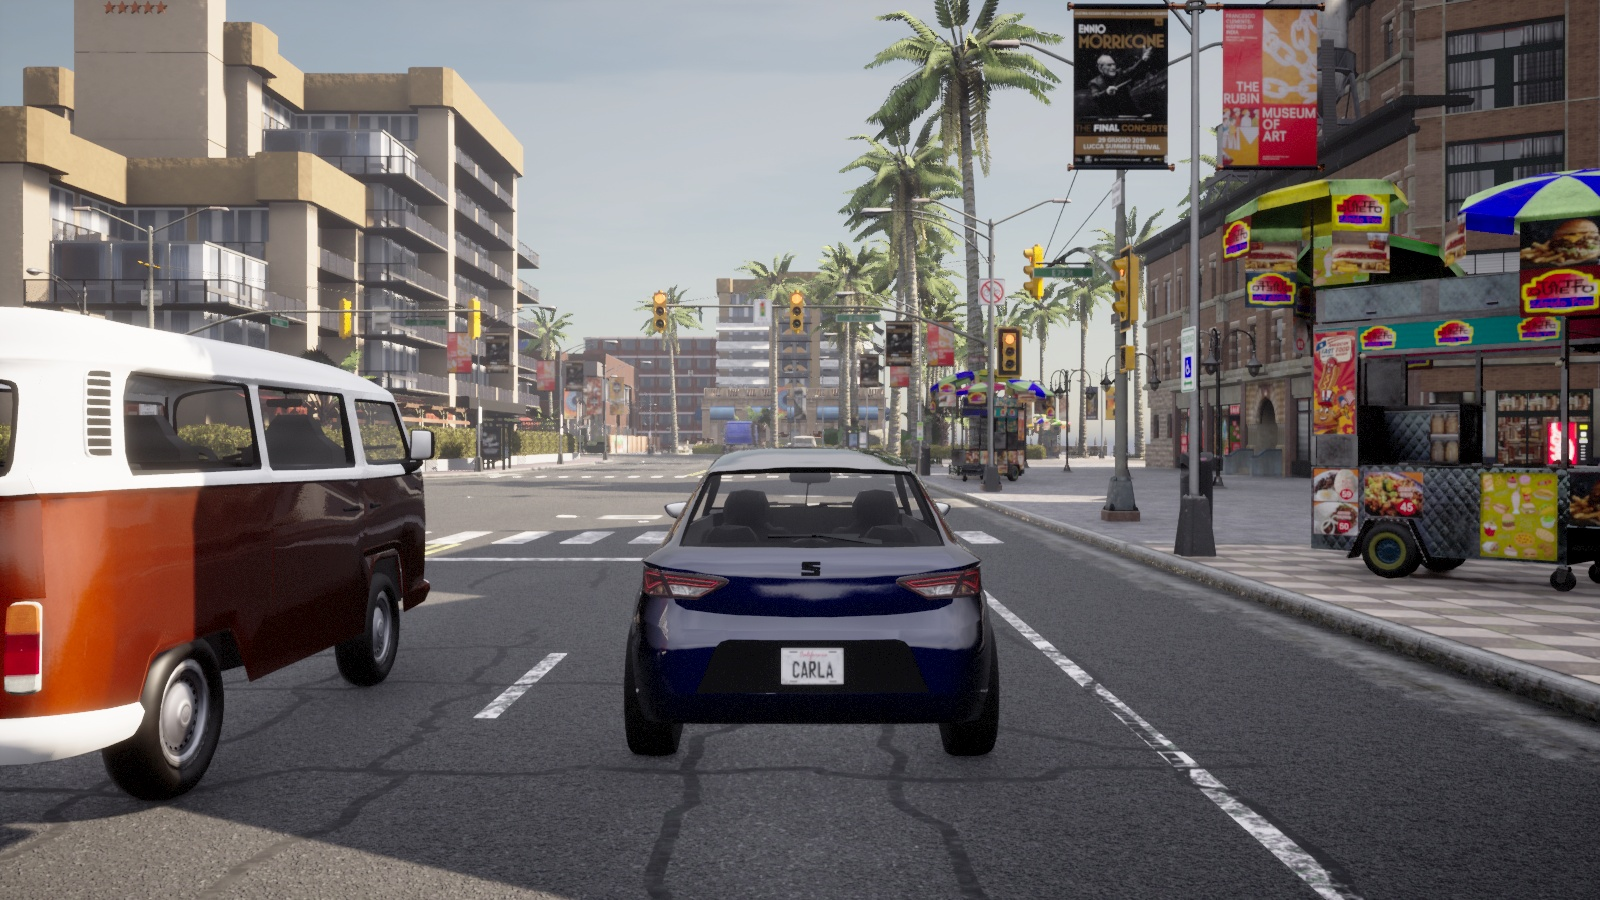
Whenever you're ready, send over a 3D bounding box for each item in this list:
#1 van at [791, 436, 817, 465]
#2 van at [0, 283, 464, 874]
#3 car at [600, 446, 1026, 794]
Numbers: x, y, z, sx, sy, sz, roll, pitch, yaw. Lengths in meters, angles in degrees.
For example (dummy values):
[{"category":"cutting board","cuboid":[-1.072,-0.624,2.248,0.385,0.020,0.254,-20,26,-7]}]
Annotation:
[{"category":"van","cuboid":[0.262,-0.002,88.796,1.775,1.987,4.442,0,0,0]},{"category":"van","cuboid":[-3.399,0.430,6.569,2.069,2.038,4.480,0,0,0]},{"category":"car","cuboid":[0.050,0.718,7.447,1.816,1.474,4.193,0,0,0]}]
